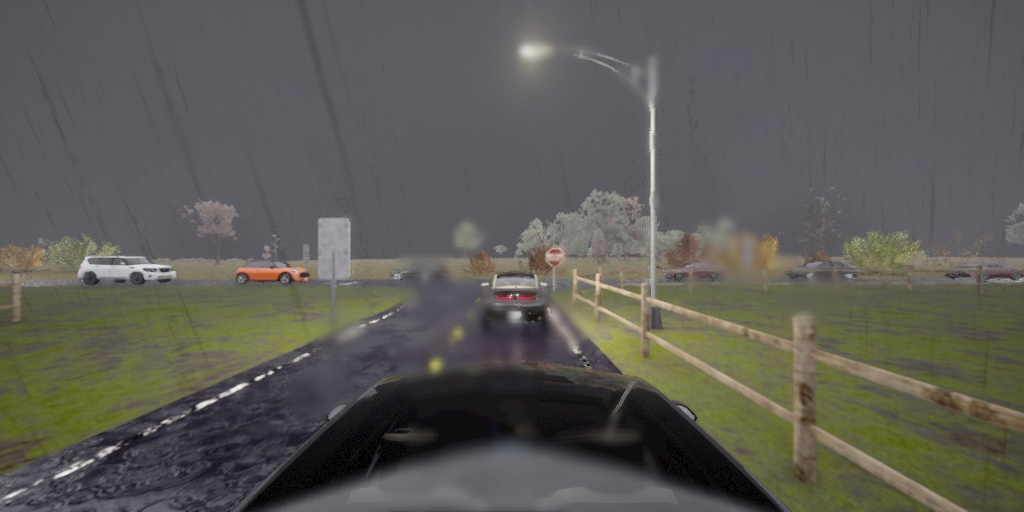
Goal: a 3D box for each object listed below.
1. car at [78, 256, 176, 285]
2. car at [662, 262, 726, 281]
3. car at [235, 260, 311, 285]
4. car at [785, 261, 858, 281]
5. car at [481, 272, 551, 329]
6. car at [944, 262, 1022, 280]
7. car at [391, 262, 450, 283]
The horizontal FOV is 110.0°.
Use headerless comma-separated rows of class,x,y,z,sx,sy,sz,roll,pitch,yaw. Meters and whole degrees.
car,-27.614,0.987,25.797,5.566,2.045,2.150,0,0,1
car,14.363,1.173,28.401,4.674,1.442,1.812,0,0,0
car,-16.991,1.089,25.709,4.553,1.767,2.097,0,0,1
car,24.352,1.131,28.316,4.892,1.490,1.837,0,0,1
car,0.104,1.230,11.168,1.837,1.490,4.892,0,0,0
car,36.952,1.175,28.202,4.181,1.385,1.994,0,0,0
car,-7.113,1.208,27.565,4.892,1.490,1.837,0,-2,26
